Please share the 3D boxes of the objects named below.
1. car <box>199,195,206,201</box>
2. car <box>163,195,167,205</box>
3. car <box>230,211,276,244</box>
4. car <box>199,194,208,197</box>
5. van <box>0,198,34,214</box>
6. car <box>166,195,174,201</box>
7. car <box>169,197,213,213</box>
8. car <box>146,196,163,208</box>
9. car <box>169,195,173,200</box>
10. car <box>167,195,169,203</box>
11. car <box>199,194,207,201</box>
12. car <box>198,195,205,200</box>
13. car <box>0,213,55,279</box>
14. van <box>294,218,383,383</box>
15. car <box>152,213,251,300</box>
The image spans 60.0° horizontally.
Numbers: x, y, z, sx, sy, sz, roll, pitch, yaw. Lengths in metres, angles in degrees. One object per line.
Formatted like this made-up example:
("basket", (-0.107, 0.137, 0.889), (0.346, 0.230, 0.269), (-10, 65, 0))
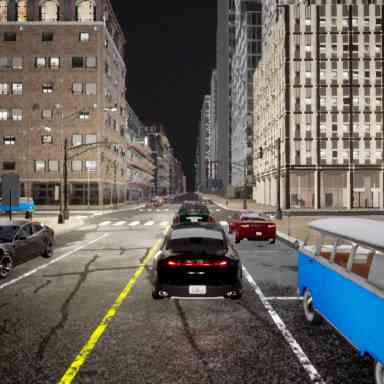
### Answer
("car", (2.727, 1.471, 87.837), (1.752, 1.417, 4.829), (1, 0, 0))
("car", (-5.663, 1.424, 53.762), (1.967, 1.590, 4.097), (1, 0, 0))
("car", (2.703, 1.545, 15.663), (1.887, 1.381, 4.507), (1, 0, 0))
("car", (2.718, 1.528, 59.409), (2.008, 1.369, 4.403), (1, 0, 0))
("van", (-19.726, 1.524, 36.984), (3.998, 1.788, 1.690), (0, 0, 1))
("car", (-5.653, 1.471, 87.501), (1.752, 1.417, 4.829), (1, 0, 0))
("car", (0.072, 1.351, 17.557), (2.097, 1.767, 4.553), (0, 0, -1))
("car", (-5.667, 1.571, 48.110), (1.802, 1.307, 4.206), (1, 0, 0))
("car", (-5.659, 1.516, 70.716), (2.008, 1.369, 4.403), (1, 0, 0))
("car", (-5.663, 1.559, 59.413), (1.802, 1.307, 4.206), (1, 0, 0))
("car", (2.726, 1.393, 82.016), (1.967, 1.590, 4.097), (1, 0, 0))
("car", (2.728, 1.520, 93.318), (1.802, 1.307, 4.206), (1, 0, 0))
("car", (-5.680, 1.566, 10.095), (1.947, 1.339, 4.313), (1, 0, 0))
("van", (2.702, 1.342, 4.509), (1.690, 1.788, 3.998), (1, 0, 0))
("car", (0.103, 1.505, 8.391), (1.837, 1.490, 4.892), (0, 0, 0))
